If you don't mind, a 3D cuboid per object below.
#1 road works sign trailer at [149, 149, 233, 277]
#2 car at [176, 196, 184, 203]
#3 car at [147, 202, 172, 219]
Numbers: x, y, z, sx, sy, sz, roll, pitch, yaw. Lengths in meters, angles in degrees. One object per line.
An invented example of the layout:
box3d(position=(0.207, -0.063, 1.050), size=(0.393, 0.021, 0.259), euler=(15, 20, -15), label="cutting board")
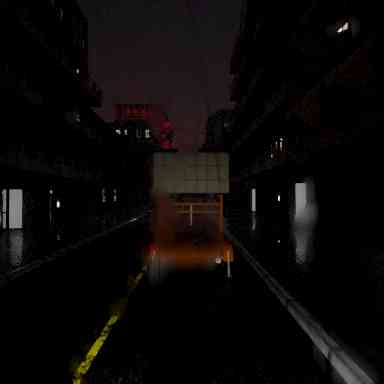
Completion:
box3d(position=(-0.022, 0.477, 10.257), size=(2.380, 3.560, 2.880), euler=(0, 0, 0), label="road works sign trailer")
box3d(position=(-2.929, 1.829, 83.216), size=(1.882, 1.535, 5.008), euler=(0, -1, 0), label="car")
box3d(position=(-2.915, 1.609, 30.271), size=(1.812, 1.442, 4.674), euler=(0, 0, 0), label="car")
